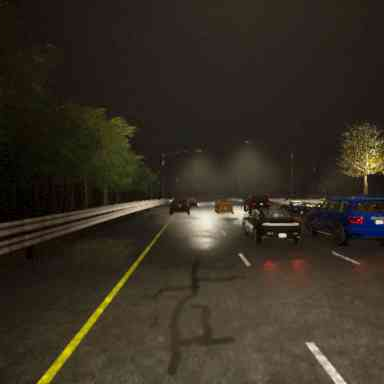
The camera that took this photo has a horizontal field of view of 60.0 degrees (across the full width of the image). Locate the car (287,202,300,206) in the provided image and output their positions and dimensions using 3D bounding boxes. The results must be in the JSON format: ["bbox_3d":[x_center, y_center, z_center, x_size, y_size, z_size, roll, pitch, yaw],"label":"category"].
[{"bbox_3d":[10.591,1.707,34.258,1.895,1.301,4.718,0,-1,0],"label":"car"}]

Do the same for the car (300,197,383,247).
[{"bbox_3d":[7.094,1.233,15.252,2.150,2.045,5.566,0,0,0],"label":"car"}]

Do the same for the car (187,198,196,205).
[{"bbox_3d":[-0.016,2.026,69.551,1.812,1.442,4.674,0,-1,0],"label":"car"}]

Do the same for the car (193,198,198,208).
[{"bbox_3d":[-0.012,1.859,53.913,1.812,1.442,4.674,0,-1,0],"label":"car"}]

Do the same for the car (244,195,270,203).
[{"bbox_3d":[7.090,1.352,36.646,2.150,2.045,5.566,0,0,0],"label":"car"}]

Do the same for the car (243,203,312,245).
[{"bbox_3d":[3.596,1.503,15.621,2.128,1.511,4.902,0,0,0],"label":"car"}]

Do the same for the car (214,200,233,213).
[{"bbox_3d":[3.592,1.623,38.395,1.882,1.535,5.008,0,0,0],"label":"car"}]

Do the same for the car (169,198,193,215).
[{"bbox_3d":[-1.235,1.467,35.151,2.097,1.767,4.553,0,-1,0],"label":"car"}]
